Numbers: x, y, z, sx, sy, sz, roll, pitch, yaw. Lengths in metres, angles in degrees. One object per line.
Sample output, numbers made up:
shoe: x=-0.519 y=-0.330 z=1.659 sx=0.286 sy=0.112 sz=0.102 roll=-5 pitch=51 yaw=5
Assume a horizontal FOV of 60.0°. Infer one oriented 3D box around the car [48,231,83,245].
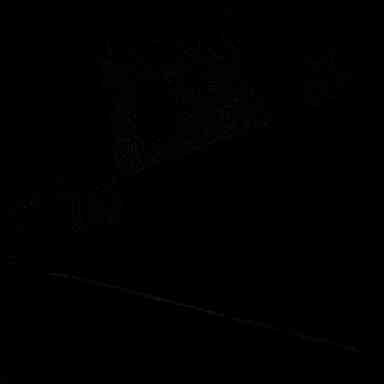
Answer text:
car: x=-9.674 y=4.130 z=28.526 sx=2.033 sy=1.411 sz=5.357 roll=-16 pitch=-8 yaw=35
